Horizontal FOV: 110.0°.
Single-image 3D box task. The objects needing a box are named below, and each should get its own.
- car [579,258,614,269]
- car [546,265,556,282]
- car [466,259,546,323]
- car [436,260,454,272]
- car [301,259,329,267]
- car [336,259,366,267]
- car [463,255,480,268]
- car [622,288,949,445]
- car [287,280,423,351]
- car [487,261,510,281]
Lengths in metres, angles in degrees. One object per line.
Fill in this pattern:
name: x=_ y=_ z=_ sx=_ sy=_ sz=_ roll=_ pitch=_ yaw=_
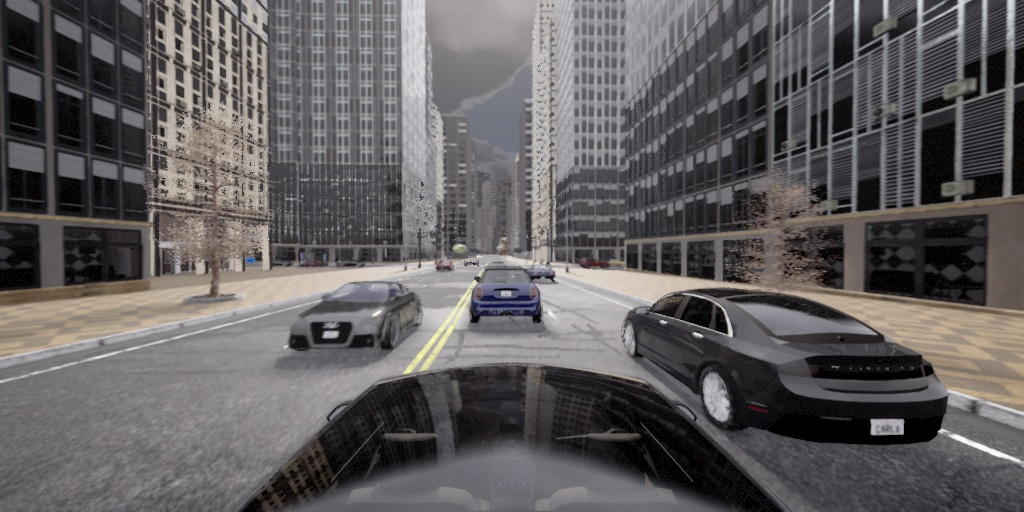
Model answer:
car: x=13.424 y=1.179 z=58.398 sx=5.009 sy=1.841 sz=2.192 roll=0 pitch=0 yaw=-2
car: x=2.187 y=1.320 z=28.602 sx=1.895 sy=1.301 sz=4.718 roll=0 pitch=0 yaw=-3
car: x=-0.248 y=1.095 z=12.343 sx=2.097 sy=1.767 sz=4.553 roll=0 pitch=0 yaw=-2
car: x=-8.698 y=1.196 z=46.710 sx=1.882 sy=1.535 sz=5.008 roll=0 pitch=0 yaw=-3
car: x=-31.156 y=1.165 z=56.624 sx=4.207 sy=1.307 sz=1.802 roll=0 pitch=0 yaw=-2
car: x=-25.473 y=1.186 z=56.801 sx=4.313 sy=1.339 sz=1.948 roll=0 pitch=0 yaw=-2
car: x=-5.572 y=0.677 z=49.599 sx=2.097 sy=1.767 sz=4.553 roll=0 pitch=0 yaw=-3
car: x=3.233 y=1.245 z=5.554 sx=1.837 sy=1.490 sz=4.892 roll=0 pitch=0 yaw=-1
car: x=-3.539 y=1.317 z=8.874 sx=1.994 sy=1.385 sz=4.181 roll=0 pitch=0 yaw=-2
car: x=-1.174 y=1.229 z=30.481 sx=1.837 sy=1.490 sz=4.892 roll=0 pitch=0 yaw=-3
